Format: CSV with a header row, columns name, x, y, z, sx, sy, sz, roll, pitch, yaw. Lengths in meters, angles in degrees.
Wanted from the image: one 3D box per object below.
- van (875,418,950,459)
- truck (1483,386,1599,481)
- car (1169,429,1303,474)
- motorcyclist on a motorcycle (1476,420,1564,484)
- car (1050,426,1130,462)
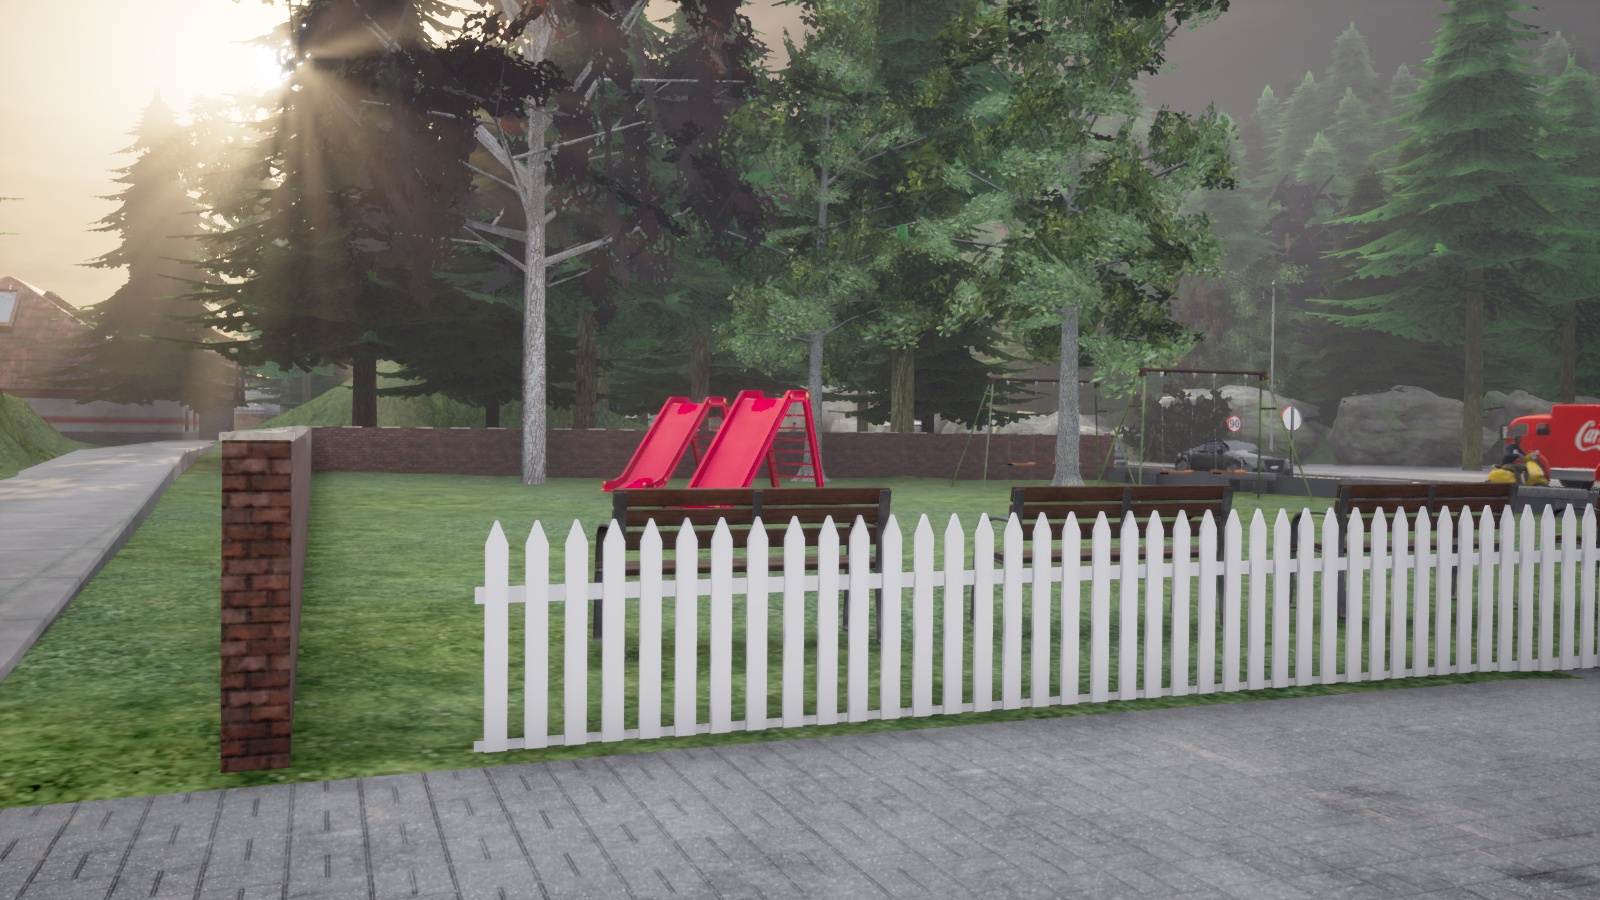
name,x,y,z,sx,sy,sz,roll,pitch,yaw
van,5.741,-0.595,64.761,2.069,2.038,4.480,-1,1,-21
truck,21.759,-0.473,34.046,2.627,2.467,5.204,-1,1,-21
car,14.477,0.024,41.911,1.994,1.385,4.181,-1,1,-21
motorcyclist on a motorcycle,18.289,0.034,31.944,0.866,1.590,1.817,-1,1,-21
car,13.069,-0.286,56.783,1.789,1.549,3.705,-1,1,-21
